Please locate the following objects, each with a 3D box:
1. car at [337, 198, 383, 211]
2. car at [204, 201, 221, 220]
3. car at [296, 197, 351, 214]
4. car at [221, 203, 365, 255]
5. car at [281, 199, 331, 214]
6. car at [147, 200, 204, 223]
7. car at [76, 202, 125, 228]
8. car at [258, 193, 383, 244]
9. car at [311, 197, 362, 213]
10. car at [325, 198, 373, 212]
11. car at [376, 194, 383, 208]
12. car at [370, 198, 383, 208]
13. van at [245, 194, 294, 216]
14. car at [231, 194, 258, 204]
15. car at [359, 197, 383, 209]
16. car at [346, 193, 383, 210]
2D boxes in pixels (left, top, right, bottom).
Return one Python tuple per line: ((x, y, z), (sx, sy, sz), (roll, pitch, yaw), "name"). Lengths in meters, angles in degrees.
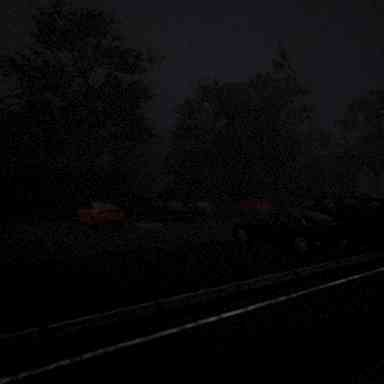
((21.000, 1.485, 41.570), (2.163, 1.488, 4.792), (0, 0, -36), "car")
((0.632, 1.436, 26.967), (2.002, 1.452, 4.674), (0, 0, -35), "car")
((14.331, 1.427, 36.530), (1.946, 1.575, 5.366), (0, 0, -36), "car")
((3.680, 1.407, 13.064), (2.231, 1.521, 4.892), (0, 0, -35), "car")
((11.960, 1.462, 35.058), (2.002, 1.452, 4.674), (0, 0, -36), "car")
((-1.638, 1.398, 25.351), (2.097, 1.535, 5.008), (0, 0, -35), "car")
((-6.165, 1.415, 22.109), (2.097, 1.535, 5.008), (0, 0, -35), "car")
((5.940, 1.148, 14.719), (2.435, 2.045, 5.566), (0, 0, -36), "car")
((16.492, 1.439, 38.299), (2.097, 1.535, 5.008), (0, 0, -36), "car")
((18.770, 1.477, 39.901), (2.163, 1.488, 4.792), (0, 0, -36), "car")
((30.090, 1.256, 48.010), (2.435, 2.045, 5.566), (0, 0, -36), "car")
((27.709, 1.531, 46.338), (2.002, 1.452, 4.674), (0, 0, -36), "car")
((7.360, 1.179, 31.913), (1.878, 1.987, 4.442), (0, 0, -36), "van")
((5.183, 1.274, 30.176), (2.185, 1.767, 4.553), (0, 0, -36), "car")
((25.548, 1.478, 44.786), (2.097, 1.535, 5.008), (0, 0, -36), "car")
((23.297, 1.214, 43.145), (2.435, 2.045, 5.566), (0, 0, -36), "car")
